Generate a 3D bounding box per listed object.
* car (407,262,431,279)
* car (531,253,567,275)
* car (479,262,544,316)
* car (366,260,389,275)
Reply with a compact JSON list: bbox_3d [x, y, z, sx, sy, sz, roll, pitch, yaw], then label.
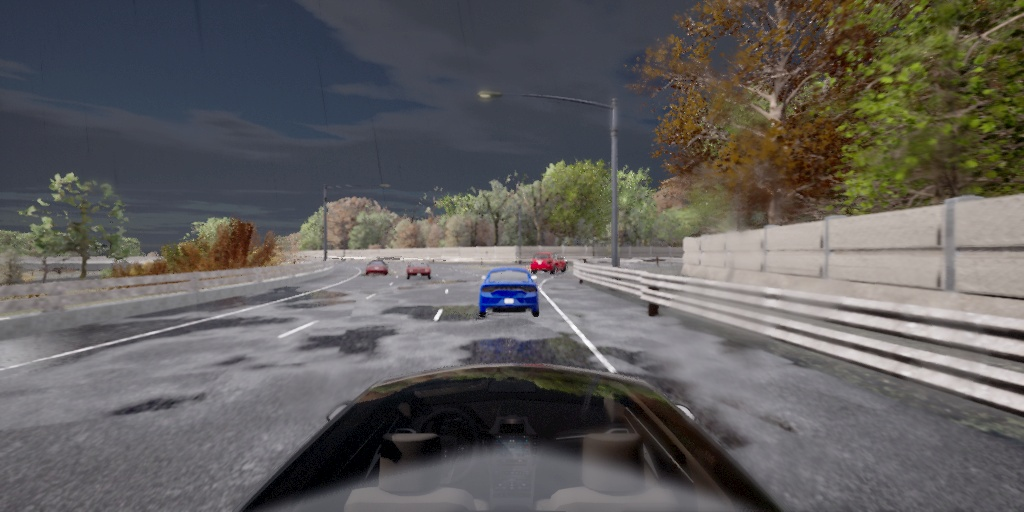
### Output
[{"bbox_3d":[-7.822,1.155,30.008,1.895,1.301,4.718,0,0,-16],"label":"car"},{"bbox_3d":[3.658,0.708,34.888,2.150,2.045,5.566,0,0,25],"label":"car"},{"bbox_3d":[-0.108,1.142,12.935,1.882,1.535,5.008,0,1,-1],"label":"car"},{"bbox_3d":[-13.208,1.092,35.161,1.994,1.385,4.181,0,0,-19],"label":"car"}]
